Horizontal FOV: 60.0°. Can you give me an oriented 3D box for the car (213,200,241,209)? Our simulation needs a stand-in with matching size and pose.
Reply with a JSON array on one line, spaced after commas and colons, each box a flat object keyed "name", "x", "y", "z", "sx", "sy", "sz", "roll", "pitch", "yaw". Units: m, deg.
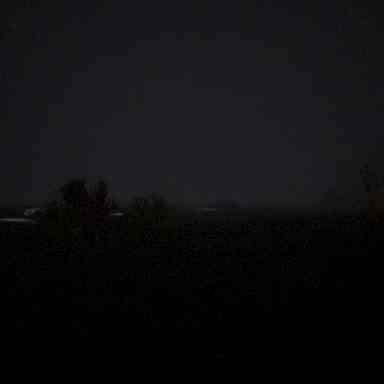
[{"name": "car", "x": 6.161, "y": 2.087, "z": 54.981, "sx": 2.033, "sy": 1.411, "sz": 5.357, "roll": -1, "pitch": -1, "yaw": 37}]

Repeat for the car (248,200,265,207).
[{"name": "car", "x": 12.391, "y": 2.222, "z": 63.644, "sx": 1.994, "sy": 1.385, "sz": 4.181, "roll": -1, "pitch": -1, "yaw": 36}]

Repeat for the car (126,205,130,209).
[{"name": "car", "x": -7.109, "y": 1.971, "z": 42.735, "sx": 1.994, "sy": 1.385, "sz": 4.181, "roll": -1, "pitch": -1, "yaw": 36}]

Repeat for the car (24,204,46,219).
[{"name": "car", "x": -14.154, "y": 1.801, "z": 32.962, "sx": 1.812, "sy": 1.442, "sz": 4.674, "roll": -1, "pitch": -1, "yaw": 36}]

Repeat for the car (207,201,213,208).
[{"name": "car", "x": 4.553, "y": 2.102, "z": 58.795, "sx": 1.882, "sy": 1.535, "sz": 5.008, "roll": -1, "pitch": -2, "yaw": 36}]
